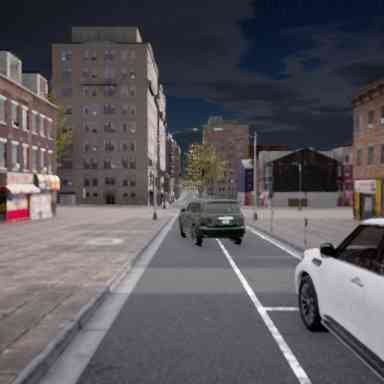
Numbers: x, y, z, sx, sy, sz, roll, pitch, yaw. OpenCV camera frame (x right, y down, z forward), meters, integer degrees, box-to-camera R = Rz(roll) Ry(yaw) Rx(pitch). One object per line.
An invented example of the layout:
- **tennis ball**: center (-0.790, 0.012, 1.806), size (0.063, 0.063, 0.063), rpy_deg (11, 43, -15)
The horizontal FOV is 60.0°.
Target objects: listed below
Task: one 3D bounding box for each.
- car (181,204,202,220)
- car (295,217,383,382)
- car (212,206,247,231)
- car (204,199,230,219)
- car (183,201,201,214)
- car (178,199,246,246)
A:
- **car**: center (-0.049, 1.920, 32.574), size (1.895, 1.301, 4.718), rpy_deg (0, -1, 0)
- **car**: center (2.967, 1.258, 3.789), size (2.150, 2.045, 5.566), rpy_deg (0, 0, 0)
- **car**: center (2.520, 1.760, 23.430), size (1.887, 1.381, 4.507), rpy_deg (-2, -1, 0)
- **car**: center (2.468, 1.652, 34.012), size (2.192, 1.841, 5.009), rpy_deg (-2, -1, 0)
- **car**: center (-0.063, 1.943, 43.235), size (2.128, 1.511, 4.902), rpy_deg (0, -1, -2)
- **car**: center (0.803, 1.365, 16.412), size (2.150, 2.045, 5.566), rpy_deg (0, -1, -13)
